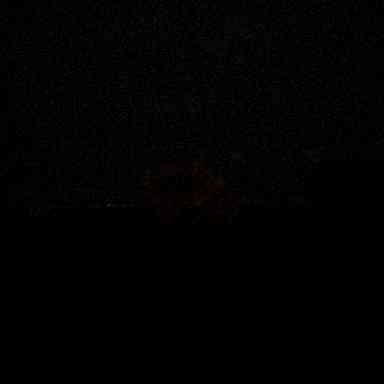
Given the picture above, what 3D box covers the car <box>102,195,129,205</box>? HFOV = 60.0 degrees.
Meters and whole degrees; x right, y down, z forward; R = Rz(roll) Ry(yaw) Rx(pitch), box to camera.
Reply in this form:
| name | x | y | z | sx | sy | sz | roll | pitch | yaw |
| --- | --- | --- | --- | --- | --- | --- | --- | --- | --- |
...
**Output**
| name | x | y | z | sx | sy | sz | roll | pitch | yaw |
| --- | --- | --- | --- | --- | --- | --- | --- | --- | --- |
| car | -12.813 | 1.343 | 55.796 | 1.882 | 1.535 | 5.008 | 0 | -1 | 36 |
